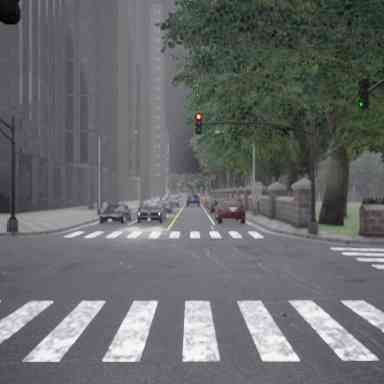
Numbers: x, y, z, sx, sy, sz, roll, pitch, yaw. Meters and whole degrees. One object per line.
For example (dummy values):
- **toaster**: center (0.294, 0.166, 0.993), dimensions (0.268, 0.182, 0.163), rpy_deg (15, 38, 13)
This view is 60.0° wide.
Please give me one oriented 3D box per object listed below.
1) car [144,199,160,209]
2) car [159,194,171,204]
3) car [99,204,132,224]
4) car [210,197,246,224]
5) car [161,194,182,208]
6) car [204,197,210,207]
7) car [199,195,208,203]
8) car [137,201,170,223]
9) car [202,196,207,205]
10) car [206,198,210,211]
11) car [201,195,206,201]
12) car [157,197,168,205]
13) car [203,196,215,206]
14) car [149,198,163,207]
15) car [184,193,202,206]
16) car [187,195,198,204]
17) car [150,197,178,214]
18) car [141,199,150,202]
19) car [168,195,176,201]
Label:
- **car**: center (-5.635, 1.649, 47.112), dimensions (1.802, 1.307, 4.206), rpy_deg (0, 0, 0)
- **car**: center (-5.576, 1.423, 68.941), dimensions (2.192, 1.841, 5.009), rpy_deg (0, 0, 0)
- **car**: center (-5.694, 1.594, 25.284), dimensions (1.947, 1.339, 4.313), rpy_deg (0, 0, 0)
- **car**: center (2.831, 1.343, 25.271), dimensions (2.192, 1.841, 5.009), rpy_deg (0, 0, 0)
- **car**: center (-2.948, 1.425, 49.013), dimensions (2.097, 1.767, 4.553), rpy_deg (0, 0, 0)
- **car**: center (2.875, 1.608, 41.639), dimensions (2.008, 1.369, 4.403), rpy_deg (0, 0, 0)
- **car**: center (2.593, 1.478, 75.897), dimensions (2.097, 1.767, 4.553), rpy_deg (0, 0, 0)
- **car**: center (-3.030, 1.630, 25.724), dimensions (1.895, 1.301, 4.718), rpy_deg (0, 0, 0)
- **car**: center (2.890, 1.618, 47.096), dimensions (2.008, 1.369, 4.403), rpy_deg (0, 0, 0)
- **car**: center (2.860, 1.614, 36.183), dimensions (1.947, 1.339, 4.313), rpy_deg (0, 0, 0)
- **car**: center (2.905, 1.518, 52.553), dimensions (1.967, 1.590, 4.097), rpy_deg (0, 0, 0)
- **car**: center (-5.591, 1.679, 63.484), dimensions (1.802, 1.307, 4.206), rpy_deg (0, 0, 0)
- **car**: center (2.920, 1.528, 58.010), dimensions (1.967, 1.590, 4.097), rpy_deg (0, 0, 0)
- **car**: center (-5.621, 1.659, 52.569), dimensions (1.802, 1.307, 4.206), rpy_deg (0, 0, 0)
- **car**: center (0.197, 1.304, 55.151), dimensions (2.150, 2.045, 5.566), rpy_deg (0, 0, 1)
- **car**: center (0.178, 1.454, 65.783), dimensions (2.097, 1.767, 4.553), rpy_deg (0, 0, 0)
- **car**: center (-2.996, 1.594, 36.091), dimensions (2.033, 1.411, 5.357), rpy_deg (0, 0, 1)
- **car**: center (-5.650, 1.608, 41.655), dimensions (2.008, 1.369, 4.403), rpy_deg (0, 0, 0)
- **car**: center (-5.517, 1.597, 90.769), dimensions (1.967, 1.590, 4.097), rpy_deg (0, 0, 0)
